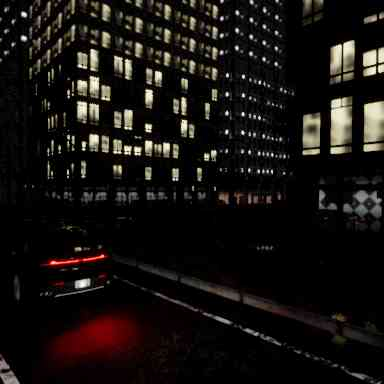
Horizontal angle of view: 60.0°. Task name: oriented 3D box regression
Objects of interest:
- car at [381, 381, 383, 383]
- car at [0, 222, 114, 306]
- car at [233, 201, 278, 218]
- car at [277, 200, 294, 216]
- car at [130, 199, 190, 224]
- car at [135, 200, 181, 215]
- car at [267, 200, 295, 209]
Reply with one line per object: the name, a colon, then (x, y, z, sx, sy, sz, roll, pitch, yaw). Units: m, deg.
car: (2.830, 1.352, 0.842, 2.097, 1.767, 4.553, 0, 0, -41)
car: (-3.677, 1.499, 8.186, 1.837, 1.490, 4.892, 0, 0, -41)
car: (6.275, 1.829, 33.935, 4.829, 1.417, 1.752, 1, 0, -40)
car: (10.466, 1.932, 37.450, 4.206, 1.307, 1.802, 1, 0, -40)
car: (-2.495, 1.520, 26.577, 5.009, 1.841, 2.192, 1, 0, -40)
car: (-3.694, 1.643, 36.511, 4.829, 1.417, 1.752, 1, 0, -40)
car: (13.716, 1.876, 51.112, 4.313, 1.339, 1.947, 1, 0, -40)
